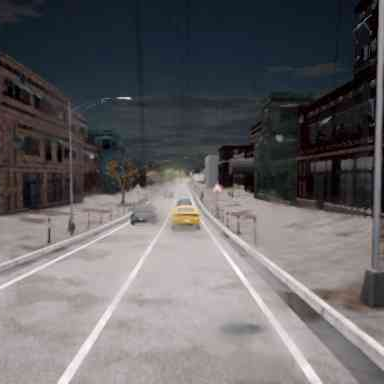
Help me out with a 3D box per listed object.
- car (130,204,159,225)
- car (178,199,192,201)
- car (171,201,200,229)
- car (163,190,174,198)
[{"bbox_3d":[-3.695,1.735,26.350,1.837,1.490,4.892,0,0,-1],"label":"car"},{"bbox_3d":[-0.915,1.531,42.022,1.994,1.385,4.181,0,2,-2],"label":"car"},{"bbox_3d":[-0.445,1.699,23.784,1.882,1.535,5.008,0,0,-2],"label":"car"},{"bbox_3d":[-4.682,0.397,66.824,2.128,1.511,4.902,0,3,-1],"label":"car"}]
